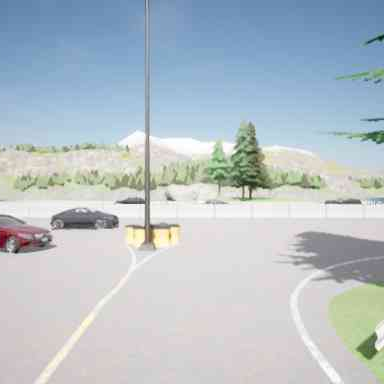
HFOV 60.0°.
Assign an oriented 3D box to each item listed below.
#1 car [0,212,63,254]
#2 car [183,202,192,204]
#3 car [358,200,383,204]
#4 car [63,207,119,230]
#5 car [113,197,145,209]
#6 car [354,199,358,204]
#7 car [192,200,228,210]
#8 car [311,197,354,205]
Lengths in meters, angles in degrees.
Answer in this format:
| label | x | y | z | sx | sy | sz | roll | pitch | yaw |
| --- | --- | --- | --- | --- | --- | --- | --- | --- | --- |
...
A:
| label | x | y | z | sx | sy | sz | roll | pitch | yaw |
| --- | --- | --- | --- | --- | --- | --- | --- | --- | --- |
| car | -8.155 | 1.665 | 13.993 | 4.674 | 1.442 | 1.812 | 0 | 0 | 15 |
| car | 1.021 | 1.625 | 42.799 | 4.718 | 1.301 | 1.895 | 0 | 0 | 0 |
| car | 23.091 | 1.586 | 39.371 | 5.357 | 1.411 | 2.033 | 0 | 0 | 0 |
| car | -6.900 | 1.673 | 21.572 | 4.181 | 1.385 | 1.994 | 0 | 0 | 0 |
| car | -8.459 | 1.488 | 46.267 | 5.008 | 1.535 | 1.882 | 0 | 0 | 0 |
| car | 20.942 | 1.502 | 46.358 | 4.902 | 1.511 | 2.128 | 0 | 0 | 0 |
| car | 2.356 | 1.602 | 39.303 | 4.181 | 1.385 | 1.994 | 0 | 0 | 0 |
| car | 17.733 | 1.625 | 42.853 | 4.718 | 1.301 | 1.895 | 0 | 0 | 0 |
